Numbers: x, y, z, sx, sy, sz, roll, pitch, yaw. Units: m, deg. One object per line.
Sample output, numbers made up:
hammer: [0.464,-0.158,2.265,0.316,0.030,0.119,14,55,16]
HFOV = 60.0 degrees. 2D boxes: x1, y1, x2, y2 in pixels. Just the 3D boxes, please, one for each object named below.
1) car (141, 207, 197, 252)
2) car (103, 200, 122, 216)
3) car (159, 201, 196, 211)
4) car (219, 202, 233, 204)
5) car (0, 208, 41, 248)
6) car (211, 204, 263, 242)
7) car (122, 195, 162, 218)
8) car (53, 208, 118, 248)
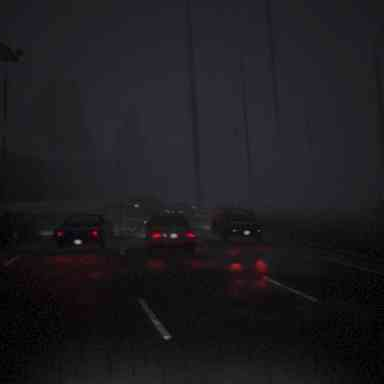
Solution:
car: [-1.017,1.591,14.116,2.033,1.411,5.357,1,0,-9]
car: [-7.174,1.533,33.796,1.882,1.535,5.008,0,0,14]
car: [-0.953,1.651,29.619,2.033,1.411,5.357,1,0,12]
car: [3.259,1.680,31.939,1.812,1.442,4.674,0,0,15]
car: [-8.174,1.478,14.606,1.837,1.490,4.892,0,0,-8]
car: [2.173,1.579,17.073,2.128,1.511,4.902,1,0,-6]
car: [-4.176,1.299,31.136,2.150,2.045,5.566,0,0,13]
car: [-4.608,1.611,14.828,1.895,1.301,4.718,1,0,-7]
